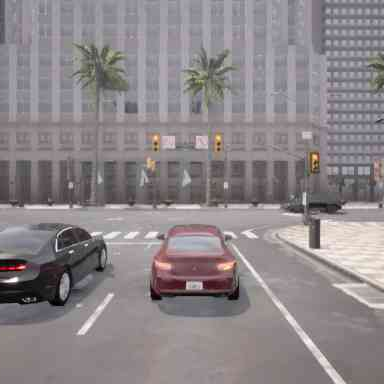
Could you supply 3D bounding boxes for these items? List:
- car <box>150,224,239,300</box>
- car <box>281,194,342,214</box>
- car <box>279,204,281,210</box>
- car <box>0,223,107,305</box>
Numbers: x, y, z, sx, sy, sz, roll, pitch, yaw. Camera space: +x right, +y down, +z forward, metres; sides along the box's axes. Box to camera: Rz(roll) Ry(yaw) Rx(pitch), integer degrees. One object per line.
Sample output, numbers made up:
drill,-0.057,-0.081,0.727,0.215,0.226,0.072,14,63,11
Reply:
car,0.069,1.526,8.296,1.812,1.442,4.674,0,0,1
car,12.617,1.221,34.578,5.566,2.045,2.150,0,0,0
car,12.480,1.491,38.087,4.902,1.511,2.128,0,0,0
car,-3.440,1.505,8.042,1.837,1.490,4.892,0,0,0
